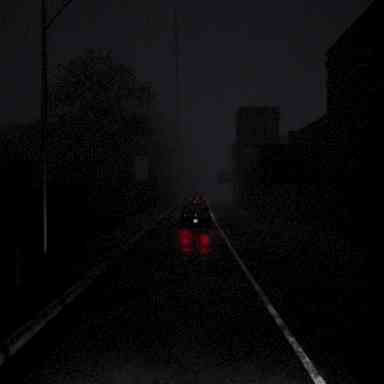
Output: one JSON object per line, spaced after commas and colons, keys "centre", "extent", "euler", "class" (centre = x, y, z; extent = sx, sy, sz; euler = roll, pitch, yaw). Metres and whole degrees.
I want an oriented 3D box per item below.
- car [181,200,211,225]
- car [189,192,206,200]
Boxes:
{"centre": [0.249, 1.447, 22.741], "extent": [1.895, 1.301, 4.718], "euler": [0, 1, 1], "class": "car"}
{"centre": [0.680, 0.771, 42.087], "extent": [2.097, 1.767, 4.553], "euler": [0, 1, 2], "class": "car"}
